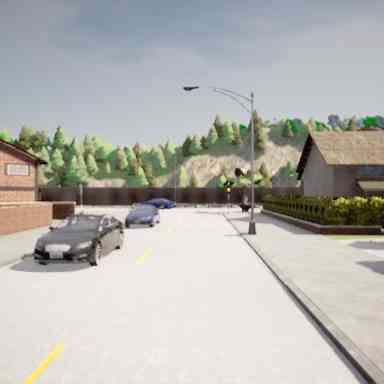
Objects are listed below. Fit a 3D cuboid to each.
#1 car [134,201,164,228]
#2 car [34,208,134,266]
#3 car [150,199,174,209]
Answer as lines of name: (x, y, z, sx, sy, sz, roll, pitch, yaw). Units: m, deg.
car: (-3.307, 1.609, 22.943, 1.812, 1.442, 4.674, 0, 0, 2)
car: (-3.743, 1.535, 11.835, 2.128, 1.511, 4.902, 0, 0, 2)
car: (-4.887, 1.646, 46.308, 5.008, 1.535, 1.882, 0, 0, 27)
